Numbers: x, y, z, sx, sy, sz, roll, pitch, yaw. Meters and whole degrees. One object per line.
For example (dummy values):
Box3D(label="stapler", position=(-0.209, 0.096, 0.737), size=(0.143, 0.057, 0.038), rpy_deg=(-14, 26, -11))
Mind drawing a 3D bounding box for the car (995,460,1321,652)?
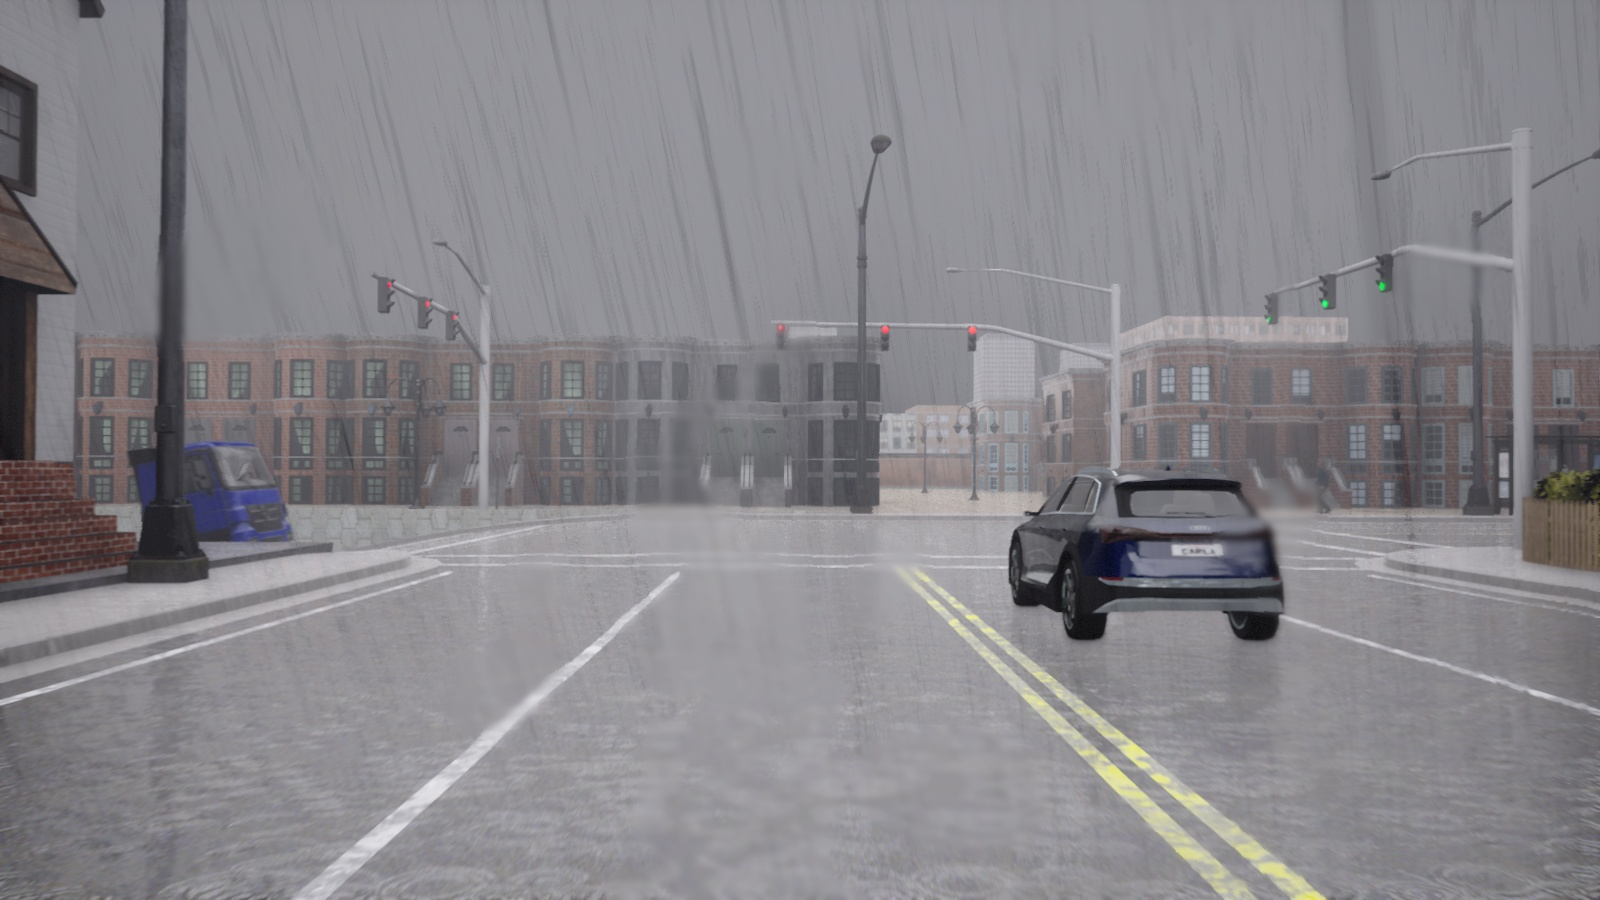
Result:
Box3D(label="car", position=(3.469, 0.953, 13.265), size=(2.033, 1.649, 4.856), rpy_deg=(0, -1, 0))

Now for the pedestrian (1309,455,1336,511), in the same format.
Box3D(label="pedestrian", position=(17.262, 1.090, 41.490), size=(0.726, 1.842, 0.402), rpy_deg=(0, -1, -2))

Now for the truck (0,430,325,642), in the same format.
Box3D(label="truck", position=(-16.325, 2.152, 30.427), size=(7.936, 3.462, 2.891), rpy_deg=(-13, 0, -1))
